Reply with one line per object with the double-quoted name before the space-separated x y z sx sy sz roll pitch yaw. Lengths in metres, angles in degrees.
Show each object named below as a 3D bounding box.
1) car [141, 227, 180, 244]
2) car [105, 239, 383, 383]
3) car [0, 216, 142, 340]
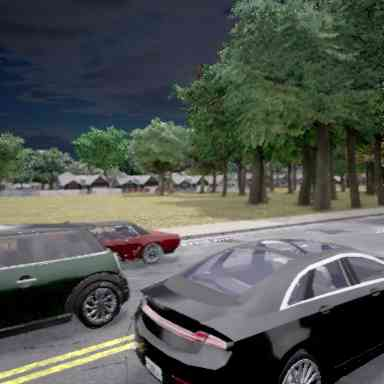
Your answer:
"car" -2.762 1.537 9.699 4.718 1.301 1.895 -1 1 -35
"car" 1.600 1.416 4.580 4.902 1.511 2.128 -1 1 -35
"car" -3.389 1.348 5.259 4.553 1.767 2.097 -1 1 -35
